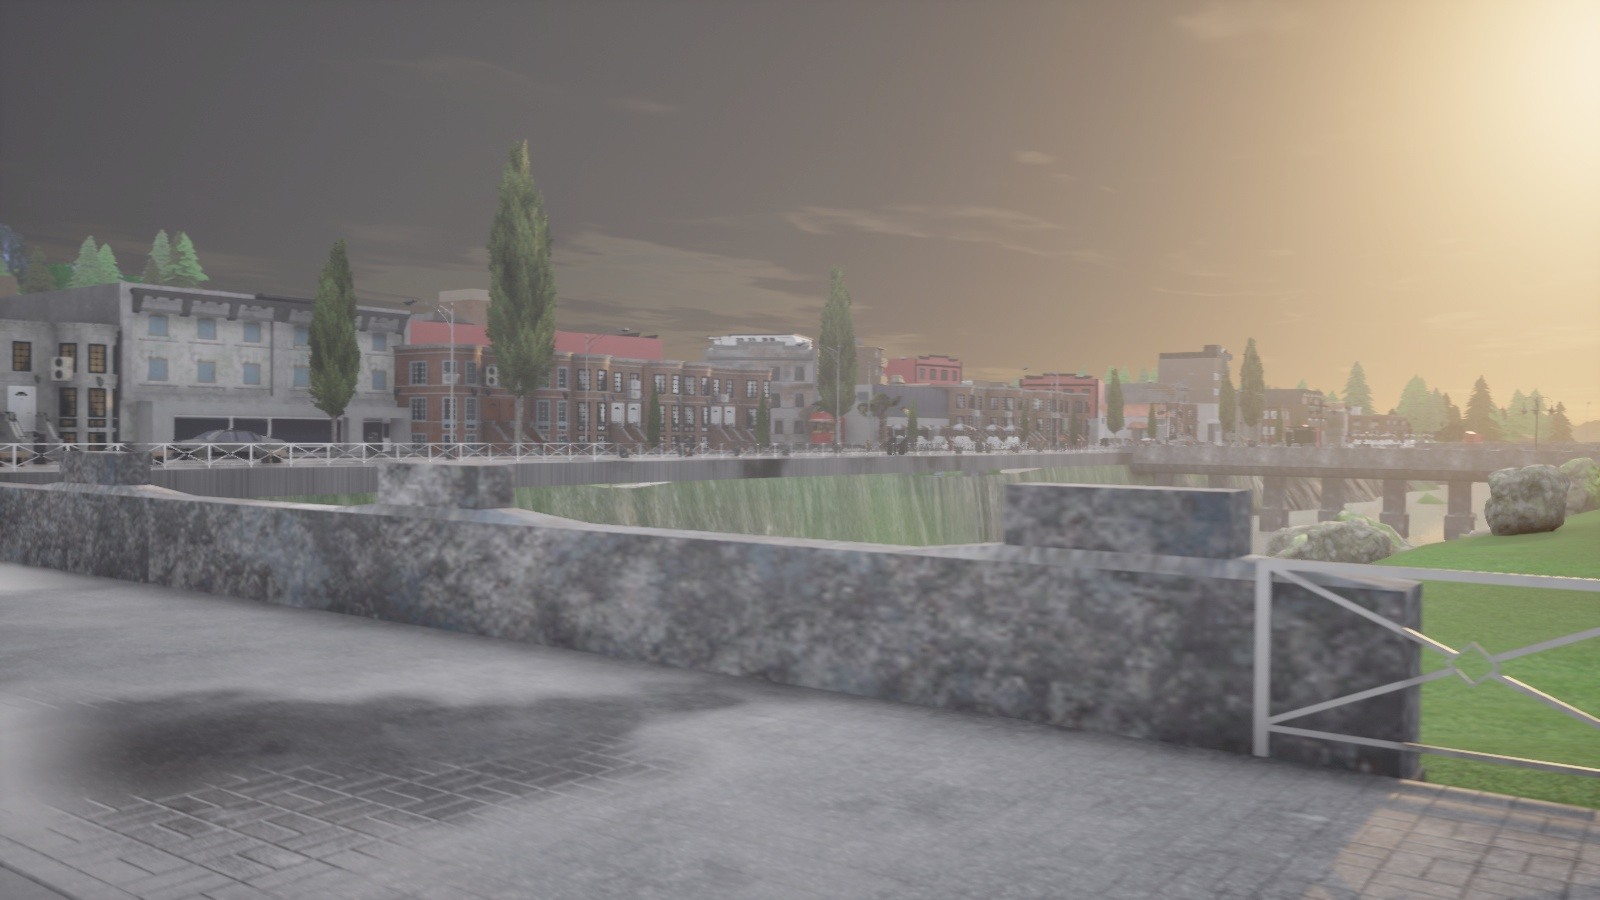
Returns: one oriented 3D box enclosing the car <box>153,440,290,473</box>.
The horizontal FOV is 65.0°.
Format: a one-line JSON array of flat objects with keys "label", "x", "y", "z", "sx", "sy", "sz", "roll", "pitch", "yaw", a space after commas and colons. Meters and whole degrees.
[{"label": "car", "x": -26.291, "y": 0.255, "z": 57.252, "sx": 2.033, "sy": 1.411, "sz": 5.357, "roll": 0, "pitch": 1, "yaw": 36}]
